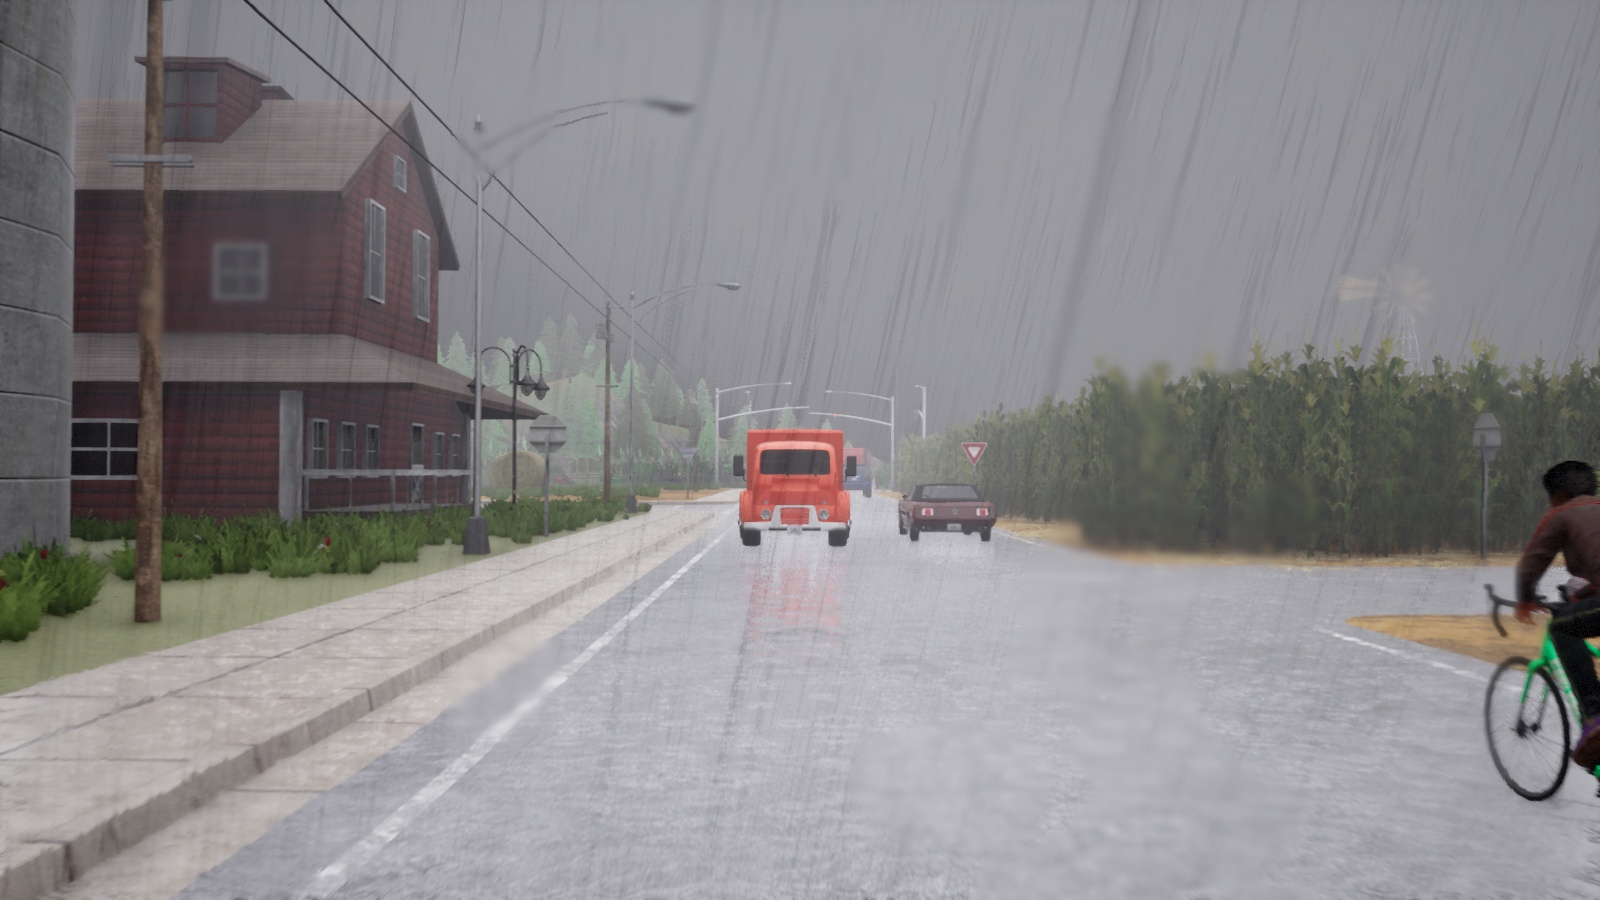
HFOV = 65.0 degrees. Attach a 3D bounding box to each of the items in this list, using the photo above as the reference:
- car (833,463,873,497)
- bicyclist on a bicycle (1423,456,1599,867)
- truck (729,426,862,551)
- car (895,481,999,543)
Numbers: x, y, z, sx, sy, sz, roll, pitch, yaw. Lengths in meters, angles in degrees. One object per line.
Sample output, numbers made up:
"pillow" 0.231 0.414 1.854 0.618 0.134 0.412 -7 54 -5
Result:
"car" 3.216 1.835 77.294 2.150 2.045 5.566 0 -1 0
"bicyclist on a bicycle" 3.477 0.847 5.585 0.582 1.620 1.656 0 1 0
"truck" -0.105 0.793 27.604 2.627 2.467 5.204 0 -1 0
"car" 3.390 1.409 29.824 1.895 1.301 4.718 0 -1 0
